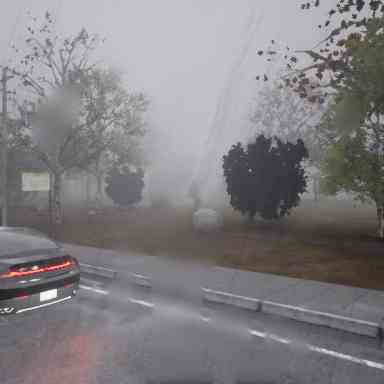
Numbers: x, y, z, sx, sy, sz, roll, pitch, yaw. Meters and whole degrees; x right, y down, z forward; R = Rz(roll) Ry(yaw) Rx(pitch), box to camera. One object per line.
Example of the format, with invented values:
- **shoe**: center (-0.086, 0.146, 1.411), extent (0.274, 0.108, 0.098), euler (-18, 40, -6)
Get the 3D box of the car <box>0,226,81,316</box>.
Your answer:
- **car**: center (-4.375, 1.504, 7.111), extent (4.892, 1.490, 1.837), euler (0, 0, 37)
